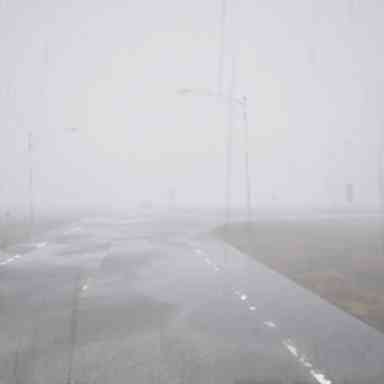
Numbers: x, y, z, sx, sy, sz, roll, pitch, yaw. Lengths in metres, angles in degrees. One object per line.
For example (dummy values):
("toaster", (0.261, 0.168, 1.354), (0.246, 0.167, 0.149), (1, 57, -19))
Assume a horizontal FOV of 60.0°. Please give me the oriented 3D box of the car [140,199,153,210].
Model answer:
("car", (-7.273, 2.089, 53.161), (2.128, 1.511, 4.902), (-2, 0, -8))
